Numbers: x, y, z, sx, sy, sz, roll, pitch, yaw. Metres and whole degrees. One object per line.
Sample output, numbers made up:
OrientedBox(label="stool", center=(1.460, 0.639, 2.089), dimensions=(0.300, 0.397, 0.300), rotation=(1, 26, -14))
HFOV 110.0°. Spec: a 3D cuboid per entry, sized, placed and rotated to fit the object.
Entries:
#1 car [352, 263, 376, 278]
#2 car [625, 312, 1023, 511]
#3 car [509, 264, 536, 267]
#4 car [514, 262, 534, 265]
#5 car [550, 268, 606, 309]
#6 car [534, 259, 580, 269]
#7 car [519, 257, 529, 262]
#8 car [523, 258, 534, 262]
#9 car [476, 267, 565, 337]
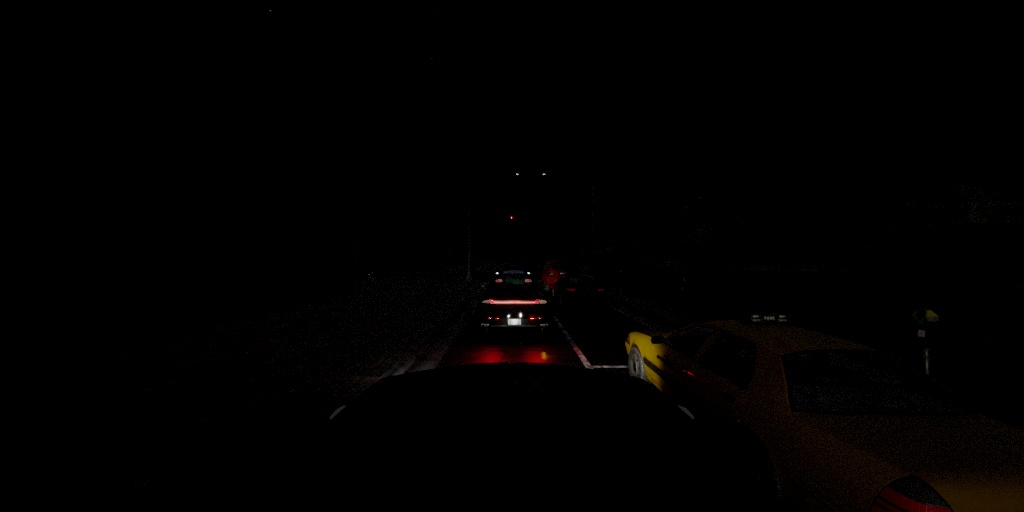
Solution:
OrientedBox(label="car", center=(-14.333, 1.304, 31.769), dimensions=(4.181, 1.385, 1.994), rotation=(0, -1, 0))
OrientedBox(label="car", center=(2.643, 1.276, 4.000), dimensions=(1.751, 1.417, 4.829), rotation=(0, 0, 0))
OrientedBox(label="car", center=(0.060, 1.325, 19.297), dimensions=(1.994, 1.385, 4.181), rotation=(0, 0, -1))
OrientedBox(label="car", center=(2.680, 1.382, 31.788), dimensions=(4.718, 1.301, 1.895), rotation=(0, 0, 0))
OrientedBox(label="car", center=(2.662, 1.338, 14.728), dimensions=(1.802, 1.307, 4.207), rotation=(0, 0, 0))
OrientedBox(label="car", center=(2.671, 1.076, 20.177), dimensions=(2.192, 1.841, 5.009), rotation=(0, 0, 0))
OrientedBox(label="car", center=(2.748, 1.403, 62.918), dimensions=(1.888, 1.381, 4.507), rotation=(0, 0, 0))
OrientedBox(label="car", center=(2.719, 1.356, 46.607), dimensions=(1.888, 1.381, 4.507), rotation=(0, 0, 0))
OrientedBox(label="car", center=(0.080, 1.245, 10.352), dimensions=(2.128, 1.511, 4.902), rotation=(0, 0, 1))
